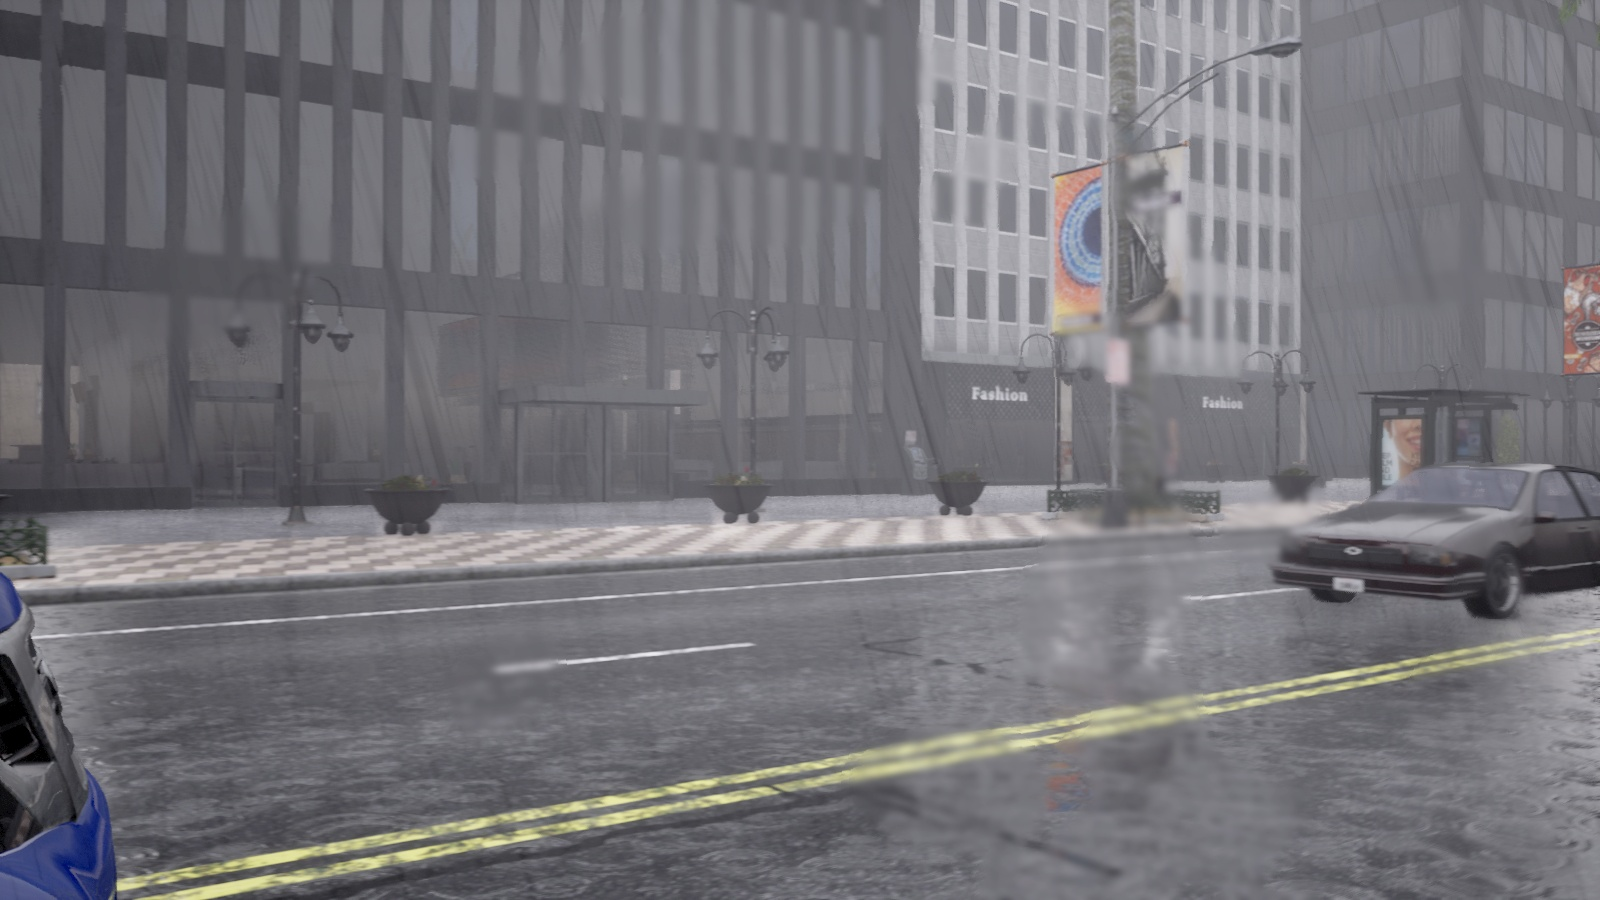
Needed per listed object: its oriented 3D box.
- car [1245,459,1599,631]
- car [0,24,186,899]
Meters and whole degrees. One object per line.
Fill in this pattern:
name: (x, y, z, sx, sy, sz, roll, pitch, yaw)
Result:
car: (7.098, 0.809, 12.863, 5.357, 1.411, 2.033, 0, 0, -35)
car: (-3.755, 0.474, 1.046, 5.566, 2.045, 2.150, 0, 0, -35)
